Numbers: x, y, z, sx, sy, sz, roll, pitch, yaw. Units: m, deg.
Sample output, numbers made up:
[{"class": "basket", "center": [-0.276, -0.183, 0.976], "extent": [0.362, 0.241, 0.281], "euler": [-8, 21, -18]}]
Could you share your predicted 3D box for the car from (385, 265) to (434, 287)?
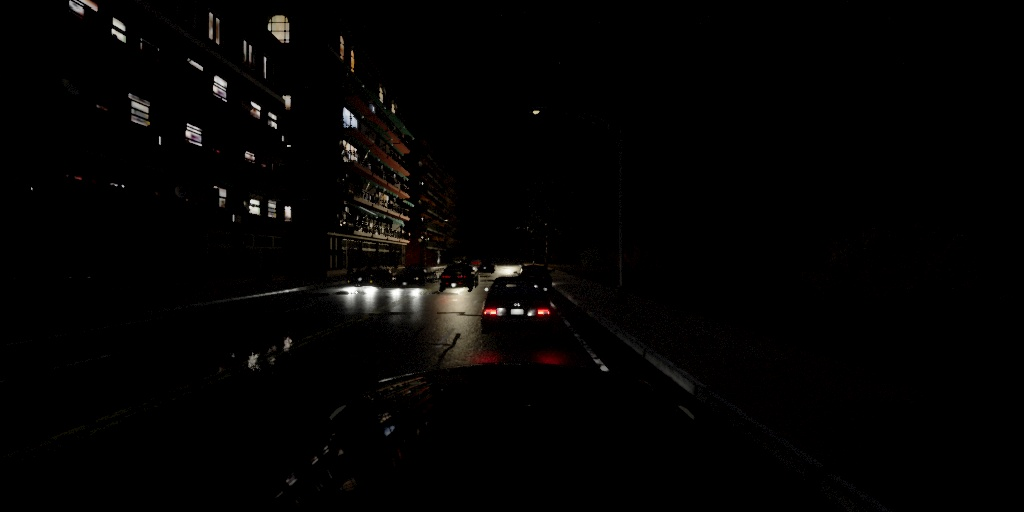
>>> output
[{"class": "car", "center": [-6.557, 1.300, 24.550], "extent": [2.033, 1.411, 5.357], "euler": [0, 0, 0]}]

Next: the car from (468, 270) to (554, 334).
[{"class": "car", "center": [0.118, 1.299, 10.561], "extent": [2.033, 1.411, 5.357], "euler": [0, 0, 0]}]

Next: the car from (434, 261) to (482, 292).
[{"class": "car", "center": [-3.114, 1.259, 21.578], "extent": [1.837, 1.490, 4.892], "euler": [0, 1, 0]}]

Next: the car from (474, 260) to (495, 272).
[{"class": "car", "center": [-3.073, 1.315, 42.615], "extent": [1.994, 1.385, 4.181], "euler": [0, 0, 0]}]

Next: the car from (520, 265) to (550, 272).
[{"class": "car", "center": [1.171, 1.257, 20.250], "extent": [1.837, 1.490, 4.892], "euler": [0, 0, 0]}]

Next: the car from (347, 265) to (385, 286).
[{"class": "car", "center": [-9.806, 1.316, 25.114], "extent": [1.994, 1.385, 4.181], "euler": [0, 0, 0]}]
